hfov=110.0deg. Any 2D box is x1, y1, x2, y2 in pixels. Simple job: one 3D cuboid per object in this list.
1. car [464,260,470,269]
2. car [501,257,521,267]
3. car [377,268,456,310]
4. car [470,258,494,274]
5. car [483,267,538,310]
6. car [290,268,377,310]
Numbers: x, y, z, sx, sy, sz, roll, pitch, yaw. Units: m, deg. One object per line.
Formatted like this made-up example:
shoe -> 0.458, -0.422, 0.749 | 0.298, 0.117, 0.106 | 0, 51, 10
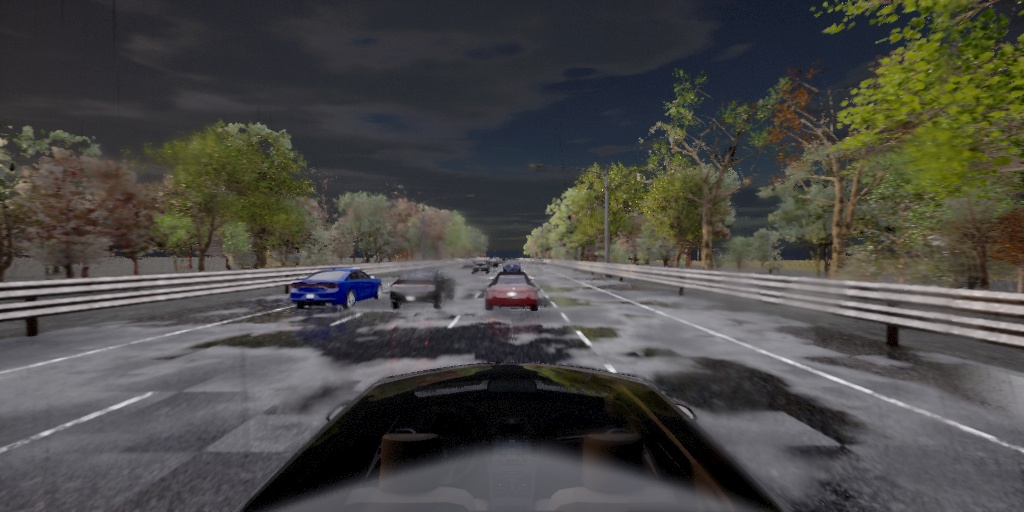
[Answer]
car -> -6.996, 1.394, 60.574 | 2.033, 1.411, 5.357 | 0, 0, 0
car -> 0.004, 1.166, 44.417 | 2.097, 1.767, 4.553 | 0, 0, 0
car -> -3.502, 1.256, 14.839 | 2.128, 1.511, 4.902 | 0, 0, 0
car -> -3.499, 1.318, 42.519 | 1.837, 1.490, 4.892 | 0, 0, 0
car -> -0.002, 1.328, 14.764 | 1.994, 1.385, 4.181 | 0, 0, 0
car -> -6.998, 1.244, 14.912 | 1.882, 1.535, 5.008 | 0, 0, 0
